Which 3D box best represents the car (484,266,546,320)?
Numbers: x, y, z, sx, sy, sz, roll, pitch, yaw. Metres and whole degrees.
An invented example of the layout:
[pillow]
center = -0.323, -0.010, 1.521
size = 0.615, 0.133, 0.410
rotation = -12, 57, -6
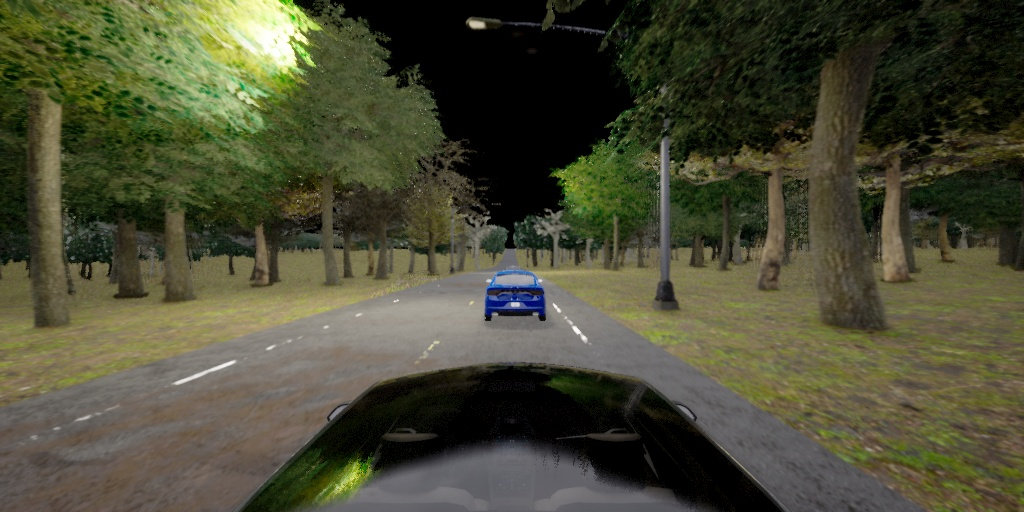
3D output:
[car]
center = 0.098, 1.249, 12.695
size = 1.882, 1.535, 5.008
rotation = 0, 0, 0
